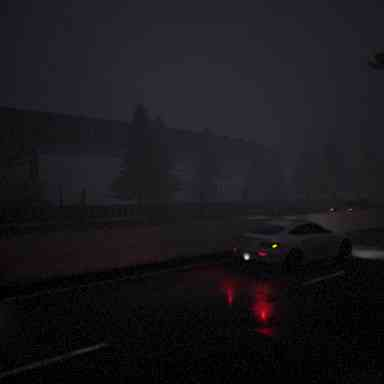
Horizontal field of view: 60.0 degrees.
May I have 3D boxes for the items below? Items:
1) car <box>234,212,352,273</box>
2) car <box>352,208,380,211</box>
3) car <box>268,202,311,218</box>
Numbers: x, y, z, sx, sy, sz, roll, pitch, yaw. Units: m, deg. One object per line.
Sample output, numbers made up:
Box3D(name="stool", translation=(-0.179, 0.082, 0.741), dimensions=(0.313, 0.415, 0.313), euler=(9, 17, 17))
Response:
Box3D(name="car", translation=(3.389, 1.601, 10.938), dimensions=(4.674, 1.442, 1.812), euler=(0, -1, -38))
Box3D(name="car", translation=(13.414, 1.477, 27.909), dimensions=(4.553, 1.767, 2.097), euler=(0, -1, -38))
Box3D(name="car", translation=(10.056, 1.758, 34.166), dimensions=(4.674, 1.442, 1.812), euler=(0, -1, -38))
